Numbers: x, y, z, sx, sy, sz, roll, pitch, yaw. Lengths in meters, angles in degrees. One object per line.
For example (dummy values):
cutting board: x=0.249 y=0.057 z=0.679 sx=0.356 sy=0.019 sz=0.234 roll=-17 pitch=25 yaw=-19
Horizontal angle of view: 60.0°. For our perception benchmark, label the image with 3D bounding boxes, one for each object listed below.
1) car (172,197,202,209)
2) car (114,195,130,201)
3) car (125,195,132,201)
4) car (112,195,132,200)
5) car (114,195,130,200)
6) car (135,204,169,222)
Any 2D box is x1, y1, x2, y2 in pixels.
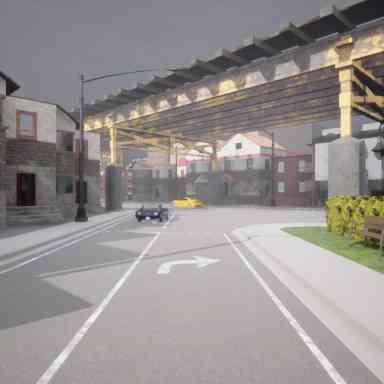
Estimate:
car: x=-0.808 y=1.477 z=46.594 sx=1.882 sy=1.535 sz=5.008 roll=0 pitch=0 yaw=-45
car: x=-17.608 y=1.452 z=83.773 sx=2.038 sy=1.542 sz=4.974 roll=0 pitch=0 yaw=15
car: x=-16.927 y=1.452 z=80.105 sx=4.974 sy=1.542 sz=2.038 roll=0 pitch=0 yaw=-15
car: x=-16.876 y=1.295 z=80.118 sx=4.536 sy=1.218 sz=1.853 roll=0 pitch=0 yaw=-15
car: x=-17.595 y=1.295 z=83.823 sx=1.853 sy=1.218 sz=4.536 roll=0 pitch=0 yaw=15
car: x=-3.012 y=1.601 z=26.203 sx=1.895 sy=1.301 sz=4.718 roll=0 pitch=0 yaw=4
